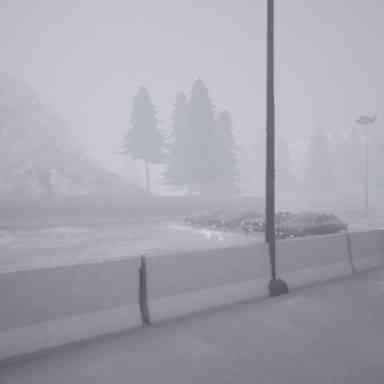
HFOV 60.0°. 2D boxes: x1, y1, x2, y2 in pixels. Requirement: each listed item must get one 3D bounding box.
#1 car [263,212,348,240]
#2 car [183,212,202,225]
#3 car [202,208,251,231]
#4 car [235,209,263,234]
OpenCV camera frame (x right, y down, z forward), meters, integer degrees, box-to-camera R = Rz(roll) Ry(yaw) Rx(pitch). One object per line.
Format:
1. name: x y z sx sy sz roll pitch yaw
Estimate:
1. car: 6.179 1.807 17.237 4.892 1.490 1.837 2 -2 -36
2. car: 1.866 2.023 27.091 5.357 1.411 2.033 1 -1 -37
3. car: 3.634 1.941 24.047 5.357 1.411 2.033 1 -1 -37
4. car: 5.228 1.952 20.875 4.718 1.301 1.895 1 -1 -36
